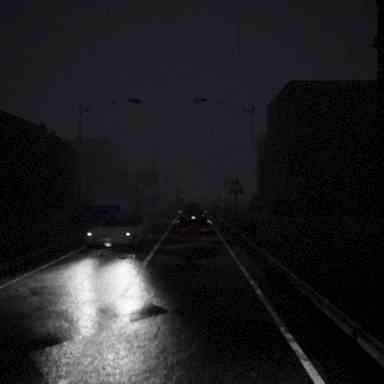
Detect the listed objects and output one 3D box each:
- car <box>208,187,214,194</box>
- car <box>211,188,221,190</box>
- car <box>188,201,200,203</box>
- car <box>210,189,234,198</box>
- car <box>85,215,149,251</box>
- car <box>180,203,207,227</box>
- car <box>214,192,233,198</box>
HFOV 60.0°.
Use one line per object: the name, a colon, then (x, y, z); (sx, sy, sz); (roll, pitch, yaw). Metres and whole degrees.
car: (8.153, 0.264, 92.737); (5.566, 2.045, 2.435); (0, 2, -1)
car: (8.124, 0.481, 89.987); (4.553, 1.767, 2.185); (0, 2, -1)
car: (0.210, 1.770, 38.425); (1.837, 1.490, 4.892); (0, 0, 2)
car: (8.033, 0.799, 84.480); (5.366, 1.575, 1.946); (0, 2, -1)
car: (-3.097, 1.681, 14.538); (1.895, 1.301, 4.718); (0, -1, 0)
car: (0.102, 1.771, 24.861); (1.994, 1.385, 4.181); (0, -1, 0)
car: (8.190, 0.743, 87.240); (4.674, 1.452, 2.002); (0, 2, -1)
